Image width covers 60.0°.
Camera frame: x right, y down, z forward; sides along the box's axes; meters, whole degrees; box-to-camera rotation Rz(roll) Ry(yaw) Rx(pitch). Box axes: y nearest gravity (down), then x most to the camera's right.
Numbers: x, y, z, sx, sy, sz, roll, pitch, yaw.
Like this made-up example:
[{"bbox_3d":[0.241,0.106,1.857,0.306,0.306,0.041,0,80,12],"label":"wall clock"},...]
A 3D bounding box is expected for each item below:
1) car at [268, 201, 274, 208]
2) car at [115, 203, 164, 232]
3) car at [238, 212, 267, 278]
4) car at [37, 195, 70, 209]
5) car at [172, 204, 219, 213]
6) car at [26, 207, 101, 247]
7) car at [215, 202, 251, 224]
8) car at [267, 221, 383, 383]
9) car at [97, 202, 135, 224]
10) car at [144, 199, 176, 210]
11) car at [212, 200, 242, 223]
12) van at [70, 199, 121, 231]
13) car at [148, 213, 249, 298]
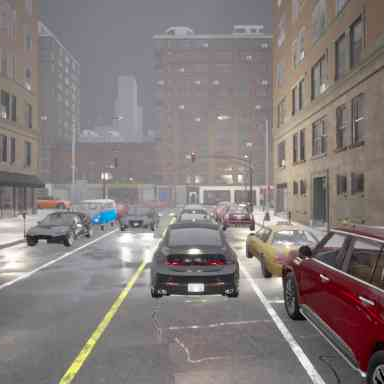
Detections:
[{"bbox_3d":[13.444,1.577,48.851,4.553,1.767,2.097,0,-1,0],"label":"car"},{"bbox_3d":[-3.083,1.587,20.310,1.994,1.385,4.181,0,0,0],"label":"car"},{"bbox_3d":[2.672,1.534,9.905,1.752,1.417,4.829,1,0,0],"label":"car"},{"bbox_3d":[-16.398,1.236,39.078,4.553,1.767,2.097,0,-1,0],"label":"car"},{"bbox_3d":[0.094,1.543,16.010,1.812,1.442,4.674,0,0,0],"label":"car"},{"bbox_3d":[-5.855,1.582,15.216,1.947,1.339,4.313,1,0,0],"label":"car"},{"bbox_3d":[2.669,1.463,20.701,1.967,1.590,4.097,1,0,0],"label":"car"},{"bbox_3d":[2.677,1.318,4.252,2.192,1.841,5.009,1,0,0],"label":"car"},{"bbox_3d":[-5.859,1.576,26.181,1.887,1.381,4.507,1,0,0],"label":"car"},{"bbox_3d":[-4.095,1.573,42.252,4.181,1.385,1.994,0,-1,0],"label":"car"},{"bbox_3d":[2.667,1.471,26.184,1.967,1.590,4.097,1,0,0],"label":"car"},{"bbox_3d":[-5.855,1.364,20.699,1.690,1.788,3.998,1,0,0],"label":"van"},{"bbox_3d":[0.046,1.512,8.538,1.837,1.490,4.892,0,0,-1],"label":"car"}]
